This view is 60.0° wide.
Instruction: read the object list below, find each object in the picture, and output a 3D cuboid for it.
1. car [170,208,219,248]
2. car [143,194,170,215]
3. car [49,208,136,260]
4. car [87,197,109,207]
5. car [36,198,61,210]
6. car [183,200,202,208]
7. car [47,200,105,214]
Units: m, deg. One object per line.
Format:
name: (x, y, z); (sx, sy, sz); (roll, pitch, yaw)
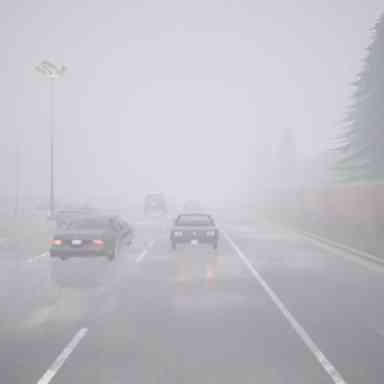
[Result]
car: (0.088, 1.581, 14.627); (1.895, 1.301, 4.718); (0, 0, 0)
car: (-3.486, 1.177, 33.147); (2.150, 2.045, 5.566); (0, 0, 0)
car: (-3.407, 1.531, 12.343); (2.033, 1.411, 5.357); (0, 0, 0)
car: (-13.791, 1.459, 49.042); (1.812, 1.442, 4.674); (0, 0, 2)
car: (-17.494, 1.469, 41.323); (1.812, 1.442, 4.674); (0, 0, 2)
car: (0.089, 1.515, 36.732); (1.994, 1.385, 4.181); (0, 0, 1)
car: (-6.954, 1.463, 21.103); (2.128, 1.511, 4.902); (0, 0, 0)
